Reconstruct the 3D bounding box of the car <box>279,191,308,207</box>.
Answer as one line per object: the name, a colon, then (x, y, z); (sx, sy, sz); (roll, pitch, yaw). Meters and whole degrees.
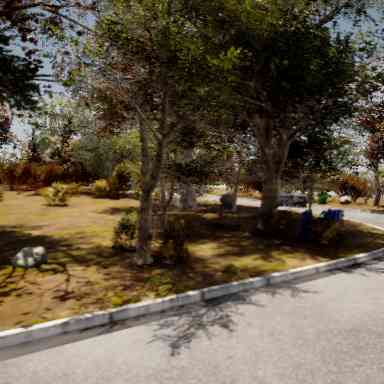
car: (9.139, 0.627, 32.463); (1.994, 1.385, 4.181); (1, 2, -34)
